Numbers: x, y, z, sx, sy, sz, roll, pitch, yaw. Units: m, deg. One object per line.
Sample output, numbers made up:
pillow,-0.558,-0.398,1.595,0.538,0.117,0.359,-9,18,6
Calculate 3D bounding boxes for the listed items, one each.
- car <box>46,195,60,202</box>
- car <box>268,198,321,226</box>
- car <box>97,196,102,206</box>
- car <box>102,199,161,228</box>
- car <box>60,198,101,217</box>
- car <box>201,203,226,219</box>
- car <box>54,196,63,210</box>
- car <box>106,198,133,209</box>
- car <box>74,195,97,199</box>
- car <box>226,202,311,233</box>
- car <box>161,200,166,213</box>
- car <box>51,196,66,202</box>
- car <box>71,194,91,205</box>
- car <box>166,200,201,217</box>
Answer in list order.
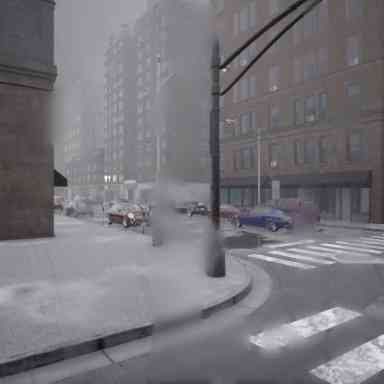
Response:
car,-32.029,1.471,76.424,2.008,1.369,4.403,0,0,-35
car,6.084,1.309,22.193,2.192,1.841,5.009,0,0,-35
car,-15.899,1.457,53.972,1.837,1.490,4.892,0,0,-35
car,-4.054,1.430,21.789,1.967,1.590,4.097,0,0,-35
car,-10.407,1.530,30.830,2.008,1.369,4.403,0,0,-35
car,2.907,1.571,26.712,1.802,1.307,4.206,0,0,-35
car,-16.761,1.512,39.871,1.887,1.381,4.507,0,0,-35
car,-9.797,1.532,44.789,1.947,1.339,4.313,0,0,-35
car,-16.240,1.436,49.151,1.882,1.535,5.008,0,0,-35
car,4.388,1.521,19.810,1.812,1.442,4.674,0,0,-35
car,-3.445,1.529,35.751,2.008,1.369,4.403,0,0,-35
car,-28.853,1.478,71.905,2.008,1.369,4.403,0,0,-35
car,-19.933,1.298,59.656,2.097,1.767,4.553,0,0,-35
car,-0.269,1.550,31.231,1.947,1.339,4.313,0,0,-35
